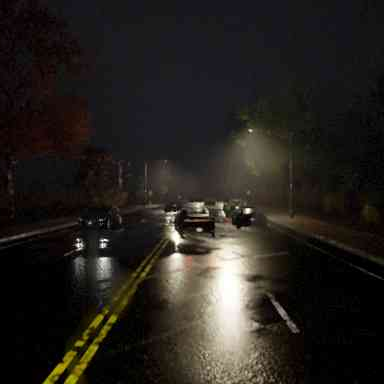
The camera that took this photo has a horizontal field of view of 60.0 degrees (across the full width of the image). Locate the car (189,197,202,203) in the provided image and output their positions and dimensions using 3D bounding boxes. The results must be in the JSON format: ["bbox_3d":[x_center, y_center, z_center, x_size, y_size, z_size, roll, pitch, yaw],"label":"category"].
[{"bbox_3d":[1.570,1.888,78.123,2.033,1.411,5.357,1,-1,-42],"label":"car"}]

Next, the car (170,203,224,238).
[{"bbox_3d":[0.104,1.590,18.266,2.128,1.511,4.902,0,0,-6],"label":"car"}]

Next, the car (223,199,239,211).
[{"bbox_3d":[5.089,1.686,44.350,1.882,1.535,5.008,0,0,4],"label":"car"}]

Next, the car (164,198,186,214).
[{"bbox_3d":[-1.950,1.749,37.845,1.994,1.385,4.181,0,0,4],"label":"car"}]

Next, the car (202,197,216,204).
[{"bbox_3d":[3.366,1.872,61.550,1.895,1.301,4.718,0,0,6],"label":"car"}]

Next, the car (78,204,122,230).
[{"bbox_3d":[-6.016,1.622,22.308,1.837,1.490,4.892,0,0,2],"label":"car"}]

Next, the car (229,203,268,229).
[{"bbox_3d":[3.832,1.682,22.537,1.994,1.385,4.181,0,0,2],"label":"car"}]

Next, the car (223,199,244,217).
[{"bbox_3d":[4.374,1.518,33.419,2.097,1.767,4.553,0,0,3],"label":"car"}]
